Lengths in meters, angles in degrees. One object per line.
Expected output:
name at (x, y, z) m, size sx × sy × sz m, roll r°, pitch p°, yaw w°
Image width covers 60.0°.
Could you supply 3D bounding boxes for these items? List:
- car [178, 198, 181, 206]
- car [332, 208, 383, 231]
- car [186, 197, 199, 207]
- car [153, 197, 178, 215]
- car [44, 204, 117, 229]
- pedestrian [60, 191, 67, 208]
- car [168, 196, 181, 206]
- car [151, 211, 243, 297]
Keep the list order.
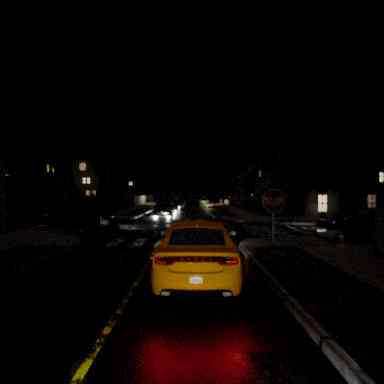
car at (-2.852, 1.465, 44.388) m, size 2.128 × 1.511 × 4.902 m, roll 0°, pitch 0°, yaw 0°
car at (11.667, 1.755, 21.861) m, size 4.674 × 1.442 × 1.812 m, roll 1°, pitch 1°, yaw 0°
car at (0.086, 1.445, 50.635) m, size 1.882 × 1.535 × 5.008 m, roll 0°, pitch 0°, yaw 0°
car at (-2.862, 1.529, 34.403) m, size 2.033 × 1.411 × 5.357 m, roll 0°, pitch 0°, yaw 0°
car at (-6.688, 1.454, 20.222) m, size 4.181 × 1.385 × 1.994 m, roll 1°, pitch 1°, yaw -14°
pedestrian at (-9.686, 0.854, 25.119) m, size 0.375 × 1.860 × 0.375 m, roll 0°, pitch 0°, yaw 1°
car at (-2.845, 1.489, 54.470) m, size 1.812 × 1.442 × 4.674 m, roll 0°, pitch 0°, yaw 0°
car at (0.151, 1.472, 8.606) m, size 1.882 × 1.535 × 5.008 m, roll 0°, pitch 0°, yaw 2°
